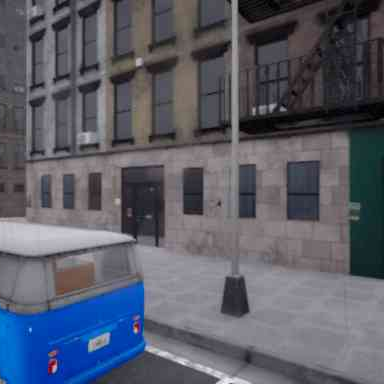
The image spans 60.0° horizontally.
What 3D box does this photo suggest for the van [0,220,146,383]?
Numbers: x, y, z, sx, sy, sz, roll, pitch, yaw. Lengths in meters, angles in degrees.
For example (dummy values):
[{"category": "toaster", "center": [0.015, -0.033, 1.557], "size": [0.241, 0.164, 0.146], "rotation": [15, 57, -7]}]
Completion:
[{"category": "van", "center": [-2.482, 1.342, 4.580], "size": [3.998, 1.788, 1.690], "rotation": [0, 0, 36]}]
